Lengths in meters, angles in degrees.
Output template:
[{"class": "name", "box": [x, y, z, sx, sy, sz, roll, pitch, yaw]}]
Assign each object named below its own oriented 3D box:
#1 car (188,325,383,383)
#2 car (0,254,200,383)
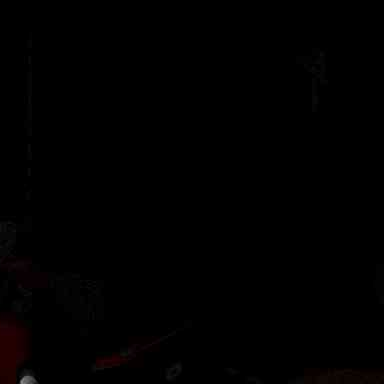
[{"class": "car", "box": [2.456, 1.537, 1.194, 4.829, 1.417, 1.752, 1, 1, 36]}, {"class": "car", "box": [-1.973, 1.511, 4.404, 4.507, 1.381, 1.887, 1, 1, 36]}]
